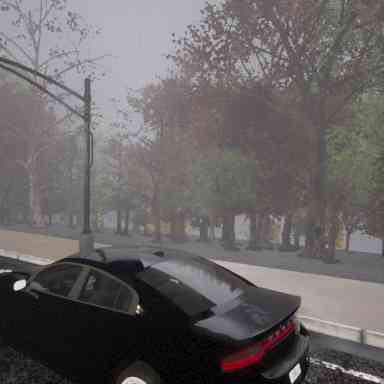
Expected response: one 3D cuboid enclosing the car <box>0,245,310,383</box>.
[{"bbox_3d":[-1.056,1.477,4.495,5.008,1.535,1.882,0,0,36],"label":"car"}]
